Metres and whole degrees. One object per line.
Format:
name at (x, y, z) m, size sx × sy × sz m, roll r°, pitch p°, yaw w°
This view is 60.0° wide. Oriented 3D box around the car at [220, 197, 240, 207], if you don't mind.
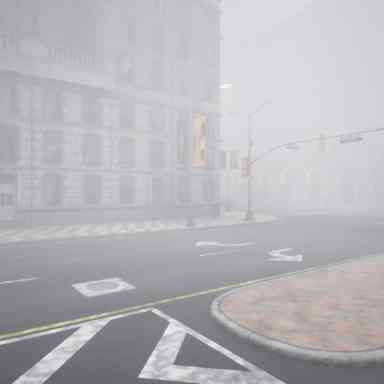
car at (4.976, 1.492, 49.107) m, size 2.128 × 1.511 × 4.902 m, roll 0°, pitch 0°, yaw -36°
